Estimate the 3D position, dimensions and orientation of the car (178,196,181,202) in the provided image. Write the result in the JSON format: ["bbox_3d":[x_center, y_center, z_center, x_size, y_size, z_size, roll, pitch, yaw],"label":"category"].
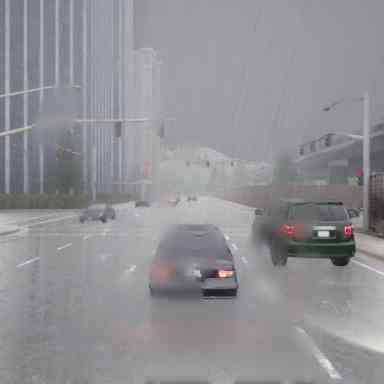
[{"bbox_3d":[-3.551,1.477,61.516,1.882,1.535,5.008,0,0,0],"label":"car"}]

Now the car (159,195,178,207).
[{"bbox_3d":[-3.580,1.477,52.092,1.882,1.535,5.008,0,0,0],"label":"car"}]

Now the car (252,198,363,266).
[{"bbox_3d":[3.574,1.221,11.645,2.150,2.045,5.566,0,0,1],"label":"car"}]

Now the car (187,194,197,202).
[{"bbox_3d":[0.021,1.355,78.630,2.097,1.767,4.553,0,0,0],"label":"car"}]

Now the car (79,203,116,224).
[{"bbox_3d":[-7.094,1.553,25.423,1.812,1.442,4.674,0,0,0],"label":"car"}]

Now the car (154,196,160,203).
[{"bbox_3d":[-7.001,1.492,67.588,2.128,1.511,4.902,0,0,0],"label":"car"}]

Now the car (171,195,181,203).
[{"bbox_3d":[-3.480,1.524,73.753,2.128,1.511,4.902,0,0,0],"label":"car"}]

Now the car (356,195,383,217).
[{"bbox_3d":[19.183,1.277,32.219,5.566,2.045,2.150,0,0,0],"label":"car"}]

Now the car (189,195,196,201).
[{"bbox_3d":[0.024,1.500,88.874,1.837,1.490,4.892,0,0,0],"label":"car"}]

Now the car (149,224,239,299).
[{"bbox_3d":[0.057,1.547,8.611,2.033,1.411,5.357,0,0,1],"label":"car"}]

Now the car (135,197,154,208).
[{"bbox_3d":[-7.085,1.601,48.453,1.895,1.301,4.718,0,0,0],"label":"car"}]
